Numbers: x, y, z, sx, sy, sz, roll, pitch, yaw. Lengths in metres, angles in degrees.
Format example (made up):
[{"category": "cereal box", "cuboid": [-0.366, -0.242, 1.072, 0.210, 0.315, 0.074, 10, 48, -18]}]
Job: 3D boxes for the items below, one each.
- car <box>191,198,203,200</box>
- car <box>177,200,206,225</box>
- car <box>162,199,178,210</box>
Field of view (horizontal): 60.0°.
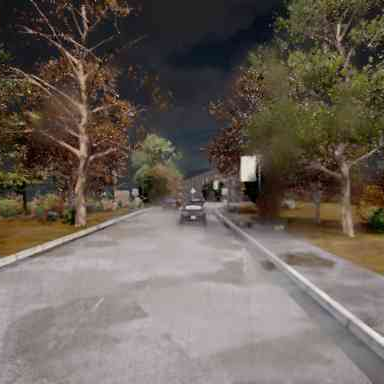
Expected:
[{"category": "car", "cuboid": [0.673, 1.534, 42.526, 2.128, 1.511, 4.902, -1, 0, 6]}, {"category": "car", "cuboid": [0.090, 1.559, 24.584, 1.812, 1.442, 4.674, 0, 0, 0]}, {"category": "car", "cuboid": [-2.651, 1.631, 43.357, 1.994, 1.385, 4.181, 0, 0, 6]}]
